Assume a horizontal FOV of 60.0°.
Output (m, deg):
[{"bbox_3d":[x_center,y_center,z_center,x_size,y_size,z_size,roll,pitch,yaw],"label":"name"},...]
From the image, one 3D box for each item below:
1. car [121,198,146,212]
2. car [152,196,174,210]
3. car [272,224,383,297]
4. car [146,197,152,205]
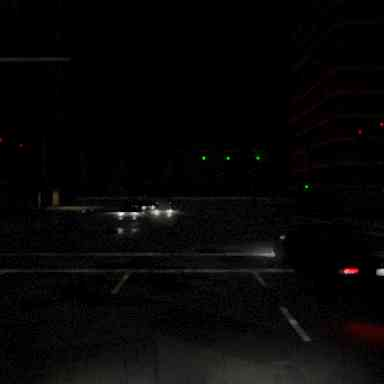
[{"bbox_3d":[-7.102,1.511,39.458,1.837,1.490,4.892,0,0,1],"label":"car"},{"bbox_3d":[-3.554,1.361,43.570,2.097,1.767,4.553,0,0,0],"label":"car"},{"bbox_3d":[3.592,1.549,8.734,2.033,1.411,5.357,0,0,0],"label":"car"},{"bbox_3d":[-6.982,1.558,55.293,1.812,1.442,4.674,0,0,0],"label":"car"}]
